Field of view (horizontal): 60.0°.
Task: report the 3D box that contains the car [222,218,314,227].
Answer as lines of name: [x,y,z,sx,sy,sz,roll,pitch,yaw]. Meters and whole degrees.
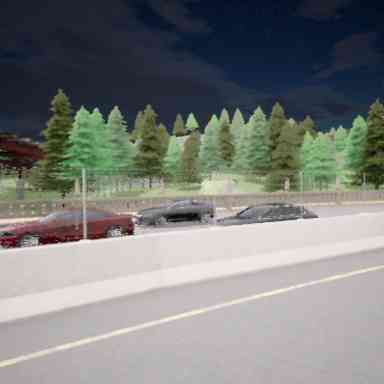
car: [3.064,1.230,13.745,4.892,1.490,1.837,-1,1,-28]

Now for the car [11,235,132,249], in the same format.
car: [-4.785,1.350,13.145,5.008,1.535,1.882,-1,1,-32]
